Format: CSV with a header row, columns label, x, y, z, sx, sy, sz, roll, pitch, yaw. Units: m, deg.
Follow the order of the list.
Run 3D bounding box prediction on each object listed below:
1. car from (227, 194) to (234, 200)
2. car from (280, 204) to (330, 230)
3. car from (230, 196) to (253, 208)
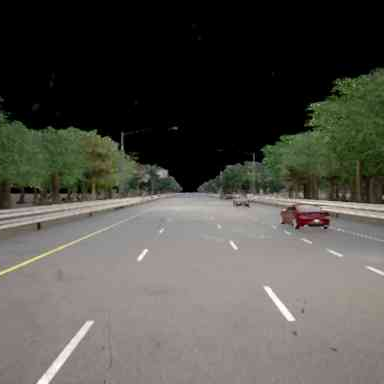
label,x,y,z,sx,sy,sz,roll,pitch,yaw
car,10.704,1.439,90.111,1.837,1.490,4.892,0,0,18
car,6.990,1.483,21.101,1.882,1.535,5.008,0,0,0
car,6.979,1.570,47.545,1.895,1.301,4.718,0,0,0
